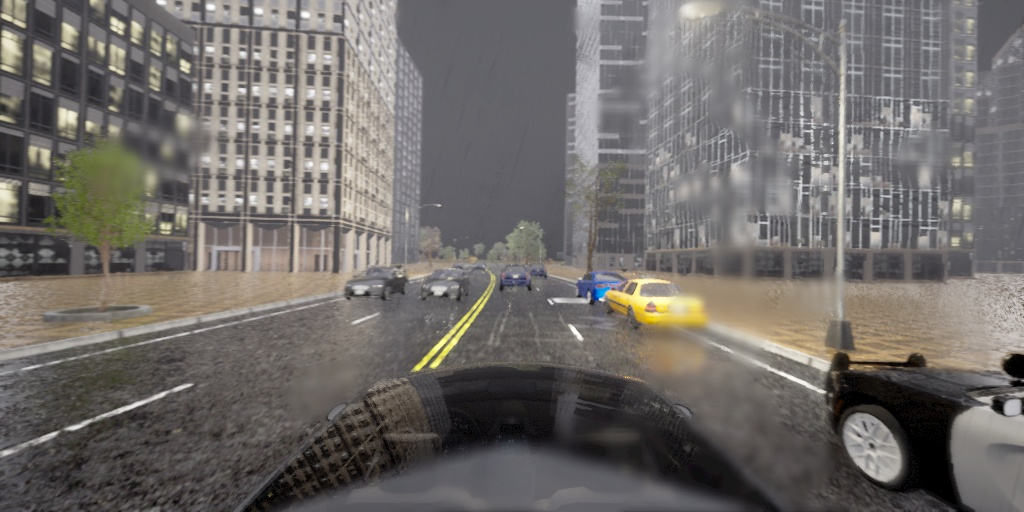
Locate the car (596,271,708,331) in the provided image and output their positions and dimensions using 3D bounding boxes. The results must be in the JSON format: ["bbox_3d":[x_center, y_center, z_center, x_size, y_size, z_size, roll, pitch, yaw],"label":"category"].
[{"bbox_3d":[4.418,1.409,11.972,1.801,1.575,5.366,1,-1,1],"label":"car"}]

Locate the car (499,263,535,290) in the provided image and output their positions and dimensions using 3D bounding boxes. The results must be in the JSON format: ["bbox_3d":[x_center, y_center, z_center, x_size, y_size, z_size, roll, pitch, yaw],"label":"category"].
[{"bbox_3d":[0.199,1.363,25.125,2.097,1.767,4.553,1,-1,-1],"label":"car"}]

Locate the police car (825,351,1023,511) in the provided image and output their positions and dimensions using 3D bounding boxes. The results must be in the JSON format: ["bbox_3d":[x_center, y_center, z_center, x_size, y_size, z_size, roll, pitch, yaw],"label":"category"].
[{"bbox_3d":[4.133,1.261,1.738,1.930,1.638,5.238,1,-1,2],"label":"police car"}]

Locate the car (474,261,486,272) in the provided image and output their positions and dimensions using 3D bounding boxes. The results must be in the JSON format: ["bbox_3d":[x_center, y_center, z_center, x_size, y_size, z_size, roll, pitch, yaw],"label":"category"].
[{"bbox_3d":[-5.388,1.632,58.335,2.097,1.767,4.553,1,-1,-6],"label":"car"}]

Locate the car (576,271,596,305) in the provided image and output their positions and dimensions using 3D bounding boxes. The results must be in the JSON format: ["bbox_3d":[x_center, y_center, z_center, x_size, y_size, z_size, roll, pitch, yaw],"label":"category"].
[{"bbox_3d":[4.455,1.497,17.876,1.882,1.535,5.008,1,-1,0],"label":"car"}]

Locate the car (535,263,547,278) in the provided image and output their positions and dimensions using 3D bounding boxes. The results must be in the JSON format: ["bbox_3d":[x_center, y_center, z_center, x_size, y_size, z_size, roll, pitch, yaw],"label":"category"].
[{"bbox_3d":[2.732,1.603,41.694,2.097,1.767,4.553,1,-1,-4],"label":"car"}]

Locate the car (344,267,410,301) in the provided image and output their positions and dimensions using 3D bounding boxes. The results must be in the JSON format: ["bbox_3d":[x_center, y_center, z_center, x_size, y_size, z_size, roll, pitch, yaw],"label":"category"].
[{"bbox_3d":[-6.411,1.282,17.516,2.128,1.511,4.902,1,-1,0],"label":"car"}]

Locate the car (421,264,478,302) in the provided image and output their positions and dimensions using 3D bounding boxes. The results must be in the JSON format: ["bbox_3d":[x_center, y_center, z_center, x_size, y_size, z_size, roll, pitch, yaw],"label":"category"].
[{"bbox_3d":[-3.162,1.353,17.852,2.128,1.511,4.902,1,-1,0],"label":"car"}]
